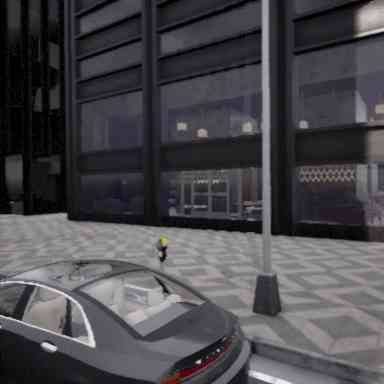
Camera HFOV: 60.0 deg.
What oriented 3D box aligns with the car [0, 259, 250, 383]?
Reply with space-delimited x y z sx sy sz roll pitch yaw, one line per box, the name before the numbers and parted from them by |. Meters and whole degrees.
car | -1.499 1.515 3.984 4.403 1.369 2.008 0 1 34
